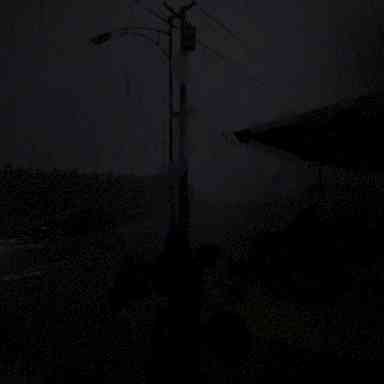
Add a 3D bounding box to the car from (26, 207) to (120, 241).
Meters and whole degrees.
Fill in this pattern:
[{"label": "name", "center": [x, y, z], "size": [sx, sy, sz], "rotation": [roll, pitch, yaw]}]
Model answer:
[{"label": "car", "center": [-6.107, 1.578, 17.582], "size": [1.882, 1.535, 5.008], "rotation": [0, 0, 37]}]
